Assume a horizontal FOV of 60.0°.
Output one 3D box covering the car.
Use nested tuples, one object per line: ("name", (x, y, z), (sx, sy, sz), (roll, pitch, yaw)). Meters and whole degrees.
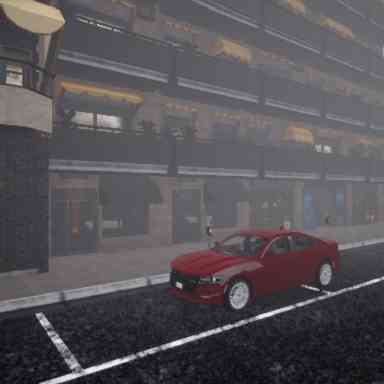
("car", (1.584, 1.544, 7.690), (4.507, 1.381, 1.887), (0, 0, -36))
